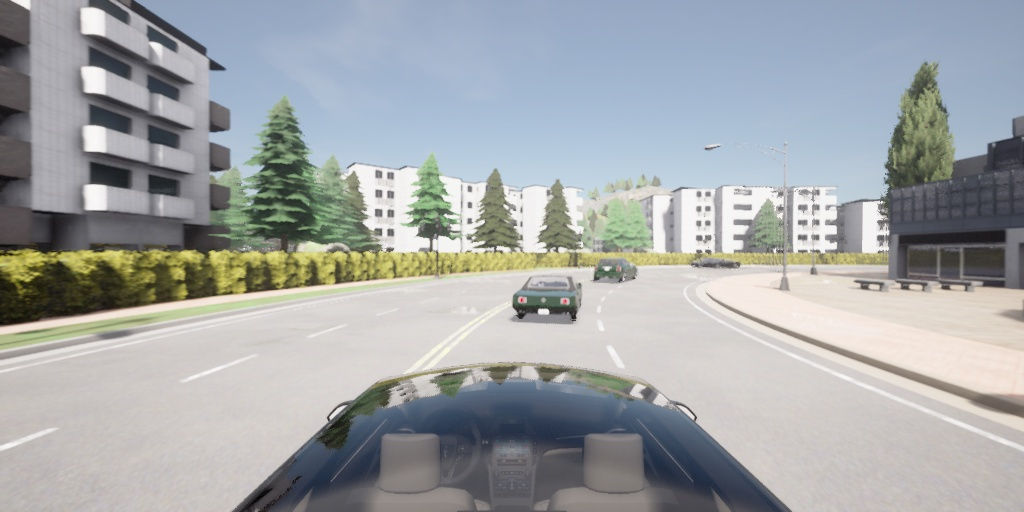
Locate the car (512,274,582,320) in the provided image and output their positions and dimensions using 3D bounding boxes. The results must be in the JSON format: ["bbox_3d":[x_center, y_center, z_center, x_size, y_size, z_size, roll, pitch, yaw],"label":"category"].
[{"bbox_3d":[1.403,1.266,12.245,1.895,1.301,4.718,0,0,13],"label":"car"}]

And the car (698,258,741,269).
[{"bbox_3d":[26.591,1.019,45.574,4.718,1.301,1.895,0,0,-20],"label":"car"}]

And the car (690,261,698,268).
[{"bbox_3d":[27.273,0.935,49.526,5.357,1.411,2.033,0,0,-18],"label":"car"}]

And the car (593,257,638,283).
[{"bbox_3d":[7.677,0.908,26.282,2.097,1.767,4.553,0,1,34],"label":"car"}]
